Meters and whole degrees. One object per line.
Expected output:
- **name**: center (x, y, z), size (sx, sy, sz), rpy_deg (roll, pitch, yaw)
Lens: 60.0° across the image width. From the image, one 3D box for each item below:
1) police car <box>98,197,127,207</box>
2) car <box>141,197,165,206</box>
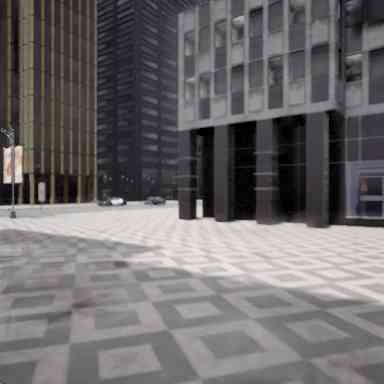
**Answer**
- **police car**: center (-12.996, 1.607, 53.997), size (2.038, 1.542, 4.974), rpy_deg (0, 0, 36)
- **car**: center (-6.667, 1.605, 57.293), size (2.128, 1.511, 4.902), rpy_deg (0, 0, 36)
